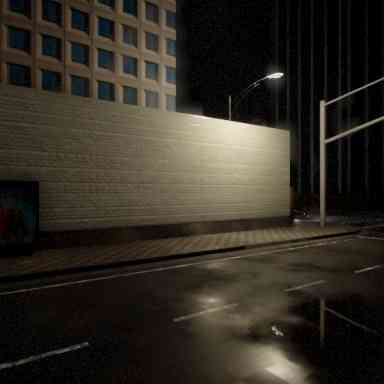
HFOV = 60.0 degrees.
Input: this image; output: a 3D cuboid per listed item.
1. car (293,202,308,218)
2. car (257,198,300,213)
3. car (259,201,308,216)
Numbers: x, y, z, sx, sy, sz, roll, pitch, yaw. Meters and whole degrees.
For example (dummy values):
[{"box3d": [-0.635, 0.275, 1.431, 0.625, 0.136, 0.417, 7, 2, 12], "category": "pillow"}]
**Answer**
[{"box3d": [8.138, 1.581, 29.990, 1.812, 1.442, 4.674, 0, 0, -36], "category": "car"}, {"box3d": [10.146, 1.560, 39.526, 1.837, 1.490, 4.892, 0, 0, -36], "category": "car"}, {"box3d": [9.339, 1.656, 34.316, 1.895, 1.301, 4.718, 0, 0, -36], "category": "car"}]
